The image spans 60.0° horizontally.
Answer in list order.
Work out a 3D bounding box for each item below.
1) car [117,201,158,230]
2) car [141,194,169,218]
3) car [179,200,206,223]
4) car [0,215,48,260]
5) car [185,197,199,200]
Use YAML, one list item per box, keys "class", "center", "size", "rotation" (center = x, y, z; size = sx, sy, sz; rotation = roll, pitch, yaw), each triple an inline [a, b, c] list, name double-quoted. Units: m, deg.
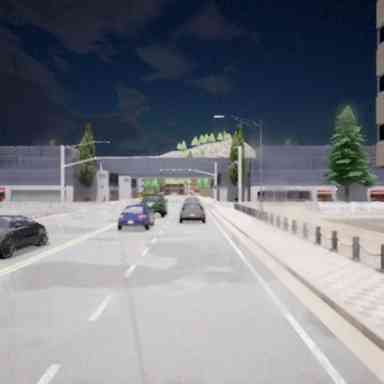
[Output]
- class: "car"
  center: [-3.400, 1.501, 20.698]
  size: [1.812, 1.442, 4.674]
  rotation: [0, 0, 0]
- class: "car"
  center: [-3.412, 1.186, 30.370]
  size: [2.150, 2.045, 5.566]
  rotation: [0, 0, 0]
- class: "car"
  center: [0.060, 1.536, 24.967]
  size: [1.994, 1.385, 4.181]
  rotation: [0, 0, 1]
- class: "car"
  center: [-7.028, 1.549, 12.209]
  size: [1.994, 1.385, 4.181]
  rotation: [0, 0, 1]
- class: "car"
  center: [0.022, 1.314, 33.600]
  size: [2.097, 1.767, 4.553]
  rotation: [0, 0, 0]
